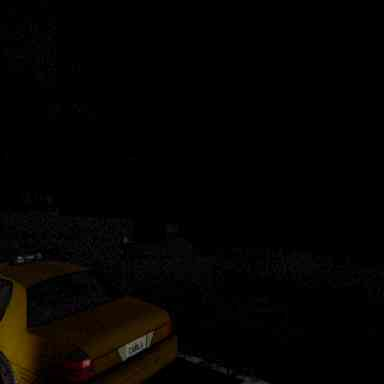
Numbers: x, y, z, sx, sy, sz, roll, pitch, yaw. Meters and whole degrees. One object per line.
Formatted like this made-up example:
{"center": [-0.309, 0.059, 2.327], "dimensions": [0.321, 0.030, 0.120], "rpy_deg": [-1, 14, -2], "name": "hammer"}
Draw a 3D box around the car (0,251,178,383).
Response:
{"center": [-2.442, 1.525, 4.701], "dimensions": [4.829, 1.417, 1.752], "rpy_deg": [0, 0, 35], "name": "car"}
